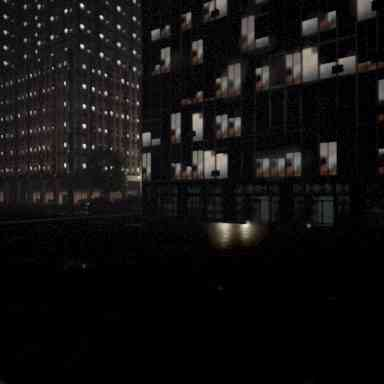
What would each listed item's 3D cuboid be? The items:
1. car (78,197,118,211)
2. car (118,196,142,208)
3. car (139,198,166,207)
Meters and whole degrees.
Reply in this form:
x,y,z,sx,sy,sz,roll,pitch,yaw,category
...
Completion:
x,y,z,sx,sy,sz,roll,pitch,yaw,category
-12.275,1.477,42.487,2.097,1.767,4.553,0,0,35,car
-9.764,1.481,50.714,2.192,1.841,5.009,0,-1,35,car
-6.531,1.751,55.404,1.947,1.339,4.313,0,0,35,car
